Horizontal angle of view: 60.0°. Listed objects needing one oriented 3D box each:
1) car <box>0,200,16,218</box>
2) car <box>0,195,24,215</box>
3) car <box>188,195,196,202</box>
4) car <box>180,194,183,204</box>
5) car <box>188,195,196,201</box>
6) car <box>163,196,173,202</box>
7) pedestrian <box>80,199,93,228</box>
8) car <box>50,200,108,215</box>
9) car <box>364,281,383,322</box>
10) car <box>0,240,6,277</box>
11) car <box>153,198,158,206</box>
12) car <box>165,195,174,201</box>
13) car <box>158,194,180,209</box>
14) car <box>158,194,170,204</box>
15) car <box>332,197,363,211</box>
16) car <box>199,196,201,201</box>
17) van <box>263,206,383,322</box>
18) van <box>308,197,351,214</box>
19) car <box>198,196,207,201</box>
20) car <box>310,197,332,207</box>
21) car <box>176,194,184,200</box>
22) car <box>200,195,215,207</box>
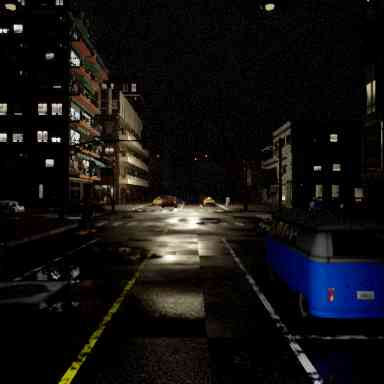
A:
[{"bbox_3d":[-17.476,1.533,27.744,4.206,1.307,1.802,0,0,0],"label":"car"},{"bbox_3d":[-18.390,1.183,30.330,5.566,2.045,2.150,0,0,0],"label":"car"},{"bbox_3d":[-0.029,1.614,78.114,2.033,1.411,5.357,0,0,0],"label":"car"},{"bbox_3d":[-3.048,1.531,66.709,1.882,1.535,5.008,0,0,0],"label":"car"},{"bbox_3d":[-0.032,1.462,88.535,1.882,1.535,5.008,0,0,0],"label":"car"},{"bbox_3d":[-5.717,1.627,79.419,2.008,1.369,4.403,0,0,0],"label":"car"},{"bbox_3d":[-6.670,1.299,21.034,0.375,1.860,0.375,0,0,0],"label":"pedestrian"},{"bbox_3d":[-11.238,1.539,33.244,5.357,1.411,2.033,0,0,-4],"label":"car"},{"bbox_3d":[2.660,1.582,1.251,1.802,1.307,4.206,0,0,0],"label":"car"},{"bbox_3d":[-5.690,1.567,6.962,1.947,1.339,4.313,0,0,0],"label":"car"},{"bbox_3d":[-5.709,1.566,57.092,1.752,1.417,4.829,0,0,0],"label":"car"},{"bbox_3d":[-5.719,1.613,84.788,1.752,1.417,4.829,0,0,0],"label":"car"},{"bbox_3d":[-3.107,1.380,46.709,2.097,1.767,4.553,0,0,0],"label":"car"},{"bbox_3d":[-5.712,1.372,68.341,2.192,1.841,5.009,0,0,0],"label":"car"},{"bbox_3d":[14.912,1.357,27.836,5.009,1.841,2.192,0,0,0],"label":"car"},{"bbox_3d":[2.669,1.630,62.805,1.802,1.307,4.206,0,0,0],"label":"car"},{"bbox_3d":[2.658,1.342,6.940,1.690,1.788,3.998,0,0,0],"label":"van"},{"bbox_3d":[14.886,1.424,36.215,3.998,1.788,1.690,0,0,0],"label":"van"},{"bbox_3d":[2.661,1.638,84.961,2.008,1.369,4.403,0,0,0],"label":"car"},{"bbox_3d":[14.898,1.548,33.624,5.008,1.535,1.882,0,0,0],"label":"car"},{"bbox_3d":[-3.030,1.333,82.733,1.812,1.442,4.674,0,0,0],"label":"car"},{"bbox_3d":[2.674,1.559,51.897,1.752,1.417,4.829,0,0,0],"label":"car"}]
